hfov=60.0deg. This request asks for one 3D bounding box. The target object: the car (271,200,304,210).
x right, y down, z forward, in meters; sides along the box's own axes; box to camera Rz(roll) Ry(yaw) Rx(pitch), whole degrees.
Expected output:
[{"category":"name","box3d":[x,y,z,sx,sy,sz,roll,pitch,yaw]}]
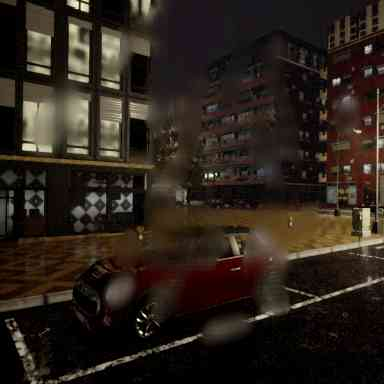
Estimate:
[{"category":"car","box3d":[13.475,1.806,46.026,1.802,1.307,4.206,1,-1,-35]}]

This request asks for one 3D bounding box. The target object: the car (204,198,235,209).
[{"category":"car","box3d":[3.355,1.677,45.839,2.008,1.369,4.403,1,-1,-35]}]

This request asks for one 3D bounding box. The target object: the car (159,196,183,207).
[{"category":"car","box3d":[-3.177,1.732,55.110,1.887,1.381,4.507,1,-1,-35]}]

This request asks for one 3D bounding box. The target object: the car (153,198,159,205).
[{"category":"car","box3d":[-6.443,1.763,59.746,1.887,1.381,4.507,1,-1,-35]}]

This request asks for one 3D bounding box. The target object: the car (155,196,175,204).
[{"category":"car","box3d":[-6.121,1.724,73.842,2.192,1.841,5.009,1,-1,-35]}]

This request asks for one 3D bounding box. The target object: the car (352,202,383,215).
[{"category":"car","box3d":[20.007,1.730,36.755,1.947,1.339,4.313,1,-1,-35]}]

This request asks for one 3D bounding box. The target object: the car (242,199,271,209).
[{"category":"car","box3d":[10.209,1.799,50.662,1.887,1.381,4.507,1,-1,-35]}]

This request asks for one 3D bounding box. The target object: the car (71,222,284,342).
[{"category":"car","box3d":[-0.151,1.441,6.430,4.097,1.590,1.967,0,1,-35]}]

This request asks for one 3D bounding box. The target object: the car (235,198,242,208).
[{"category":"car","box3d":[6.943,1.725,55.298,1.967,1.590,4.097,1,-1,-35]}]
